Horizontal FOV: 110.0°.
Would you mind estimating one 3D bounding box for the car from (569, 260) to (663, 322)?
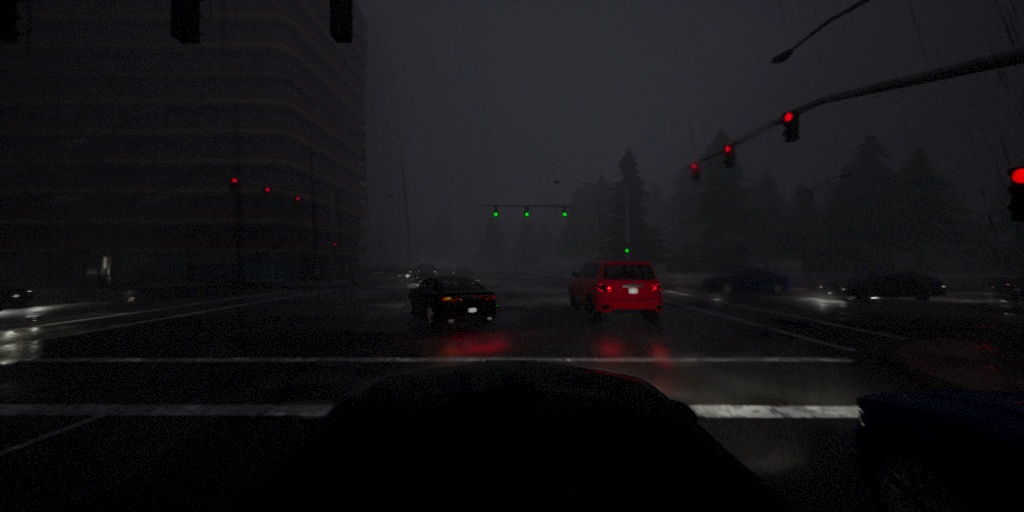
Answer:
[{"bbox_3d":[3.585,1.155,13.348,2.150,2.045,5.566,0,-1,-1],"label":"car"}]

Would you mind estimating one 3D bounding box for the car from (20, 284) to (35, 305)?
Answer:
[{"bbox_3d":[-23.789,1.481,15.467,4.892,1.490,1.837,0,-1,0],"label":"car"}]

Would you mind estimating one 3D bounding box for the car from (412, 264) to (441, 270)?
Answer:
[{"bbox_3d":[-8.023,1.500,33.767,2.097,1.767,4.553,0,-1,-13],"label":"car"}]

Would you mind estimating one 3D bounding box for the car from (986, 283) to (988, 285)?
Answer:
[{"bbox_3d":[32.868,1.661,22.253,4.718,1.301,1.895,0,-1,0],"label":"car"}]

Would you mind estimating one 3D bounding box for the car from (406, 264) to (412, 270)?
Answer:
[{"bbox_3d":[-10.849,1.807,42.805,2.033,1.411,5.357,0,-1,-27],"label":"car"}]

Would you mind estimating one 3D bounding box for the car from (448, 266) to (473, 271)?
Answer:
[{"bbox_3d":[-5.132,1.756,37.366,1.994,1.385,4.181,0,-1,-18],"label":"car"}]

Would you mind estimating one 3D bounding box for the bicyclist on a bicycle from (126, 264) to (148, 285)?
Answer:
[{"bbox_3d":[-28.714,1.426,27.488,0.582,1.620,1.656,0,0,0],"label":"bicyclist on a bicycle"}]

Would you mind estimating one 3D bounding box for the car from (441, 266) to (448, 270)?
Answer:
[{"bbox_3d":[-8.351,1.894,45.511,1.895,1.301,4.718,0,-1,-29],"label":"car"}]

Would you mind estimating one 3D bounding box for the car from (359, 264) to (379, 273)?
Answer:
[{"bbox_3d":[-24.408,1.993,57.834,5.357,1.411,2.033,0,-1,31],"label":"car"}]

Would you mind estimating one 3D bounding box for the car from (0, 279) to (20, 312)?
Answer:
[{"bbox_3d":[-20.250,1.410,11.941,5.008,1.535,1.882,0,-1,0],"label":"car"}]

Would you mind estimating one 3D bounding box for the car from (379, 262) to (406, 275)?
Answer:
[{"bbox_3d":[-16.559,1.911,51.199,2.033,1.411,5.357,1,-1,-42],"label":"car"}]

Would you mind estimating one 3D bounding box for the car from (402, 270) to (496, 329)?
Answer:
[{"bbox_3d":[-2.264,1.405,12.318,1.882,1.535,5.008,1,-1,-28],"label":"car"}]

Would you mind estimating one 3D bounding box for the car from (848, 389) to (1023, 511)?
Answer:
[{"bbox_3d":[3.607,1.216,0.759,1.882,1.535,5.008,0,-1,0],"label":"car"}]

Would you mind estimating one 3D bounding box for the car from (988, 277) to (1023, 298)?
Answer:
[{"bbox_3d":[28.968,1.509,18.784,4.902,1.511,2.128,0,-1,0],"label":"car"}]

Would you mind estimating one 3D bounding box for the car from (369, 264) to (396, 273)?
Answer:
[{"bbox_3d":[-21.786,2.077,60.313,4.718,1.301,1.895,0,-1,34],"label":"car"}]

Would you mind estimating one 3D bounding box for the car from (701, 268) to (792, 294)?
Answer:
[{"bbox_3d":[14.557,1.540,22.411,5.008,1.535,1.882,0,-1,1],"label":"car"}]

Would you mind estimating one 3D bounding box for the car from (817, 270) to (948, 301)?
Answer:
[{"bbox_3d":[19.362,1.566,18.855,5.357,1.411,2.033,0,-1,0],"label":"car"}]
